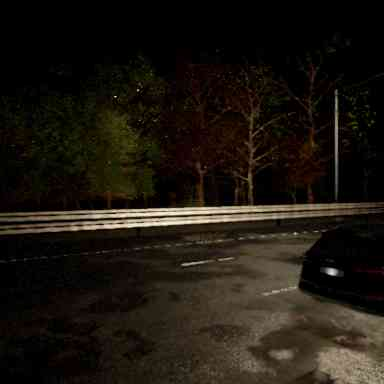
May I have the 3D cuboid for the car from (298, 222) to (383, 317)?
[{"bbox_3d":[4.313,1.448,6.955,4.856,1.649,2.033,0,0,-32],"label":"car"}]
